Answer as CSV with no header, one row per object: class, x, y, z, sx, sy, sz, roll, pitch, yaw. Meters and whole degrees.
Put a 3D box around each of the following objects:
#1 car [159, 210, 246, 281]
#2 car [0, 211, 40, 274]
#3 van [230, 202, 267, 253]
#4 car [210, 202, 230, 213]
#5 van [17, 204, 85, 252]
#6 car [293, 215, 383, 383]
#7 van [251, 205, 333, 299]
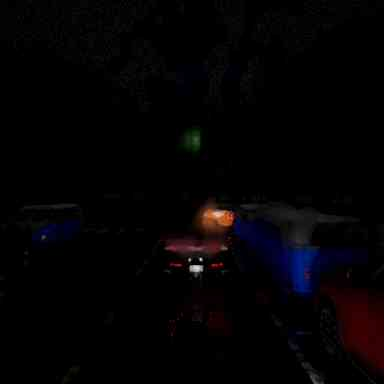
car,0.099,1.528,9.966,2.128,1.511,4.902,0,0,0
car,-5.766,1.471,8.277,1.967,1.590,4.097,0,0,0
van,2.757,1.391,13.717,1.690,1.788,3.998,0,0,0
car,2.637,1.452,21.488,2.097,1.767,4.553,0,-1,31
van,-5.768,1.391,13.715,1.690,1.788,3.998,0,0,0
car,2.760,1.325,2.842,2.192,1.841,5.009,0,0,0
van,2.759,1.371,8.280,1.690,1.788,3.998,0,0,0
